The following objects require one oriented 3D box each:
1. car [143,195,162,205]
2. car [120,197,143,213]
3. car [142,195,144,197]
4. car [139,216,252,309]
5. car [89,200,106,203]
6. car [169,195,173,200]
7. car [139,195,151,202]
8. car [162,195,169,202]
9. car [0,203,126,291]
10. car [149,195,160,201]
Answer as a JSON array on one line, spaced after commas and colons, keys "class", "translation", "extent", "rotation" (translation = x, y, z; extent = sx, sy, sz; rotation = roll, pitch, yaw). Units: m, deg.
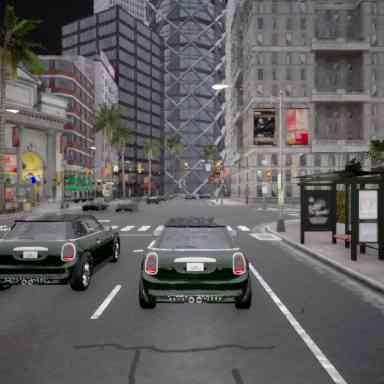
[{"class": "car", "translation": [-6.992, 1.477, 59.780], "extent": [1.882, 1.535, 5.008], "rotation": [0, 0, 0]}, {"class": "car", "translation": [-7.052, 1.547, 36.641], "extent": [2.033, 1.411, 5.357], "rotation": [0, 0, 0]}, {"class": "car", "translation": [-10.491, 1.563, 59.983], "extent": [1.994, 1.385, 4.181], "rotation": [0, 0, 0]}, {"class": "car", "translation": [0.075, 1.352, 8.040], "extent": [2.097, 1.767, 4.553], "rotation": [0, 0, 0]}, {"class": "car", "translation": [-10.553, 1.601, 36.596], "extent": [1.895, 1.301, 4.718], "rotation": [0, 0, 0]}, {"class": "car", "translation": [-6.264, 1.500, 89.333], "extent": [1.837, 1.490, 4.892], "rotation": [0, 0, 10]}, {"class": "car", "translation": [-10.401, 1.500, 74.032], "extent": [1.837, 1.490, 4.892], "rotation": [0, 0, 0]}, {"class": "car", "translation": [-6.901, 1.595, 74.260], "extent": [1.895, 1.301, 4.718], "rotation": [0, 0, 0]}, {"class": "car", "translation": [-3.417, 1.352, 9.187], "extent": [2.097, 1.767, 4.553], "rotation": [0, 0, 0]}, {"class": "car", "translation": [-9.984, 1.500, 87.987], "extent": [1.837, 1.490, 4.892], "rotation": [0, 0, 7]}]
